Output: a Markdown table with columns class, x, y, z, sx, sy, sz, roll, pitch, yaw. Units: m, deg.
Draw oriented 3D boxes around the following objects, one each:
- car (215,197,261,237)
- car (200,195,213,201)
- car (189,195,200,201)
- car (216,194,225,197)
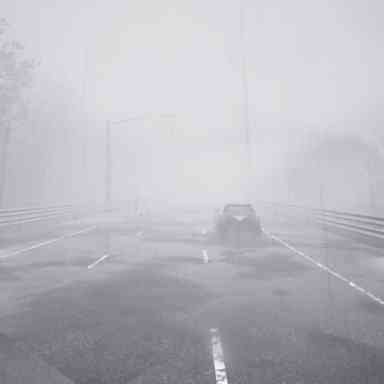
| class | x | y | z | sx | sy | sz | roll | pitch | yaw |
| --- | --- | --- | --- | --- | --- | --- | --- | --- | --- |
| car | 2.397 | 1.357 | 18.276 | 2.097 | 1.767 | 4.553 | 0 | 0 | 2 |
| car | 3.772 | 1.677 | 85.813 | 1.895 | 1.301 | 4.718 | 0 | 0 | 7 |
| car | 0.242 | 1.622 | 85.746 | 2.033 | 1.411 | 5.357 | 0 | 0 | 7 |
| car | 7.334 | 1.438 | 86.171 | 2.097 | 1.767 | 4.553 | 0 | 0 | 7 |
